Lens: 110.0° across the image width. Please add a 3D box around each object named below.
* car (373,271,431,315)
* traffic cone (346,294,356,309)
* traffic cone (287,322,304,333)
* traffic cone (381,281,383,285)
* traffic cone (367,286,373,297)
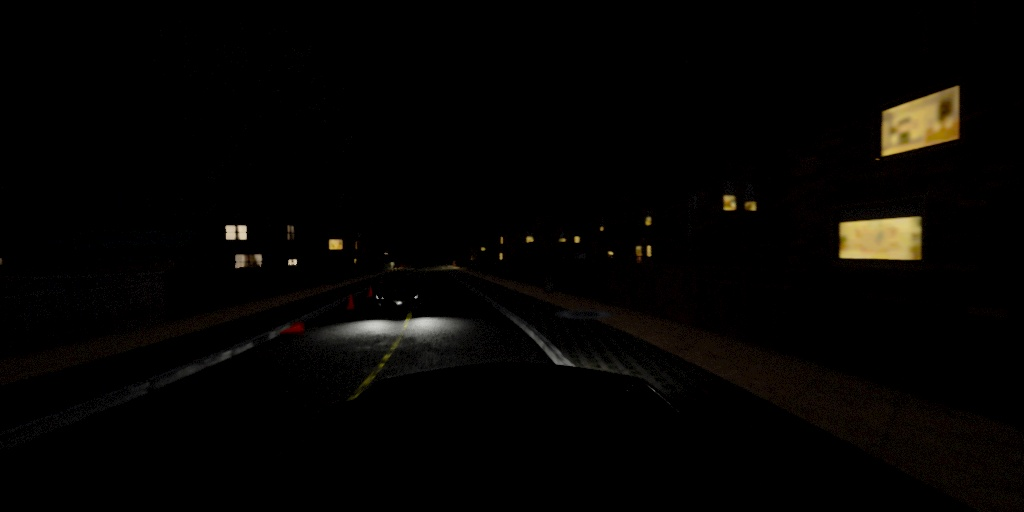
[{"bbox_3d":[-4.373,1.378,14.576,1.837,1.490,4.892,-1,-1,-13],"label":"car"},{"bbox_3d":[-6.635,1.869,14.783,0.340,0.580,0.340,0,0,-13],"label":"traffic cone"},{"bbox_3d":[-5.684,1.645,9.561,0.340,0.580,0.340,0,0,-12],"label":"traffic cone"},{"bbox_3d":[-8.855,1.974,24.535,0.340,0.580,0.340,0,0,-13],"label":"traffic cone"},{"bbox_3d":[-7.745,1.921,19.660,0.340,0.580,0.340,0,0,-13],"label":"traffic cone"}]
